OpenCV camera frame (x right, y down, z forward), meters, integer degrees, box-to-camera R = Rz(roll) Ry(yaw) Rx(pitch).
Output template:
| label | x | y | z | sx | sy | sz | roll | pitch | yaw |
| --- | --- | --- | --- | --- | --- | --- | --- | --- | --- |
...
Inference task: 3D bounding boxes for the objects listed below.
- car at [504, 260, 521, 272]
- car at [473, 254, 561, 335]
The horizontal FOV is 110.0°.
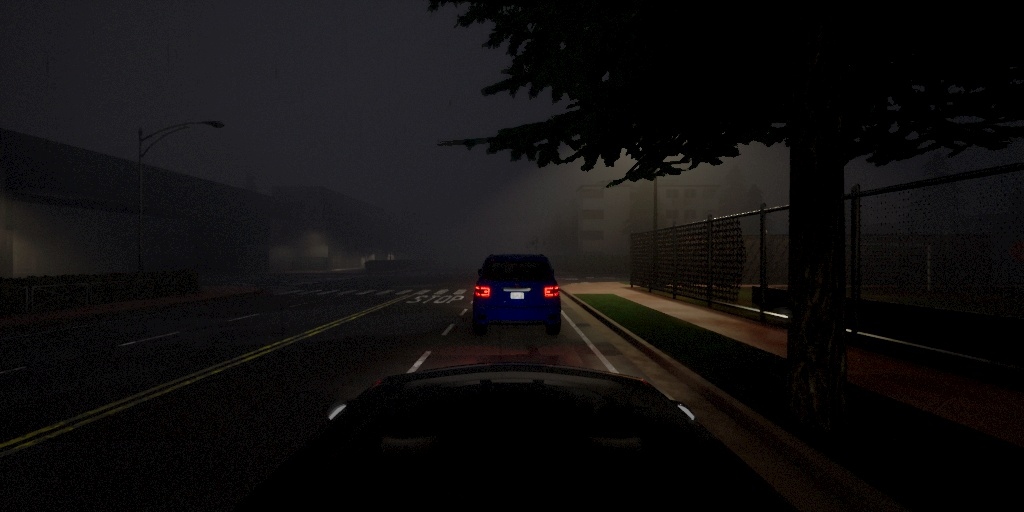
| label | x | y | z | sx | sy | sz | roll | pitch | yaw |
| --- | --- | --- | --- | --- | --- | --- | --- | --- | --- |
| car | 0.065 | 1.241 | 45.983 | 2.128 | 1.511 | 4.902 | 0 | 0 | -1 |
| car | 0.124 | 0.972 | 10.642 | 2.150 | 2.045 | 5.566 | 0 | 0 | 0 |
